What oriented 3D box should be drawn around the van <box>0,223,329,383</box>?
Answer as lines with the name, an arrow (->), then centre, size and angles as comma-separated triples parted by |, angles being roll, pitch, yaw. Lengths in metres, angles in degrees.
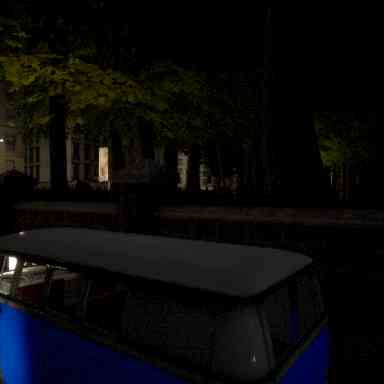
van -> -0.719, 1.341, 3.374 | 3.998, 1.788, 1.690 | 0, 0, 36
